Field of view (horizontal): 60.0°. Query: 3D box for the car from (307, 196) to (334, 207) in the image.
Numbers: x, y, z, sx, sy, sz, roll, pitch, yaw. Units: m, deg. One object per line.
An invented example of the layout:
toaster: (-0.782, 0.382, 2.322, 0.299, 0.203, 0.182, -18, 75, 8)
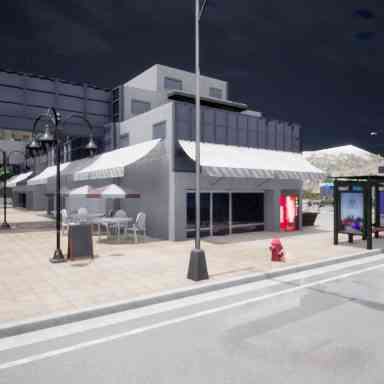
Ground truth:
car: (19.131, 1.345, 48.810, 5.027, 1.636, 2.152, 0, 0, -36)

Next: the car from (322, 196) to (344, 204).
car: (28.404, 1.489, 66.928, 4.514, 1.523, 2.007, 0, 0, -36)
